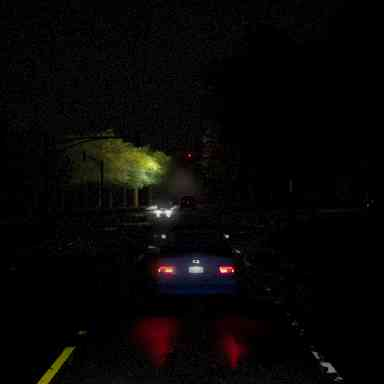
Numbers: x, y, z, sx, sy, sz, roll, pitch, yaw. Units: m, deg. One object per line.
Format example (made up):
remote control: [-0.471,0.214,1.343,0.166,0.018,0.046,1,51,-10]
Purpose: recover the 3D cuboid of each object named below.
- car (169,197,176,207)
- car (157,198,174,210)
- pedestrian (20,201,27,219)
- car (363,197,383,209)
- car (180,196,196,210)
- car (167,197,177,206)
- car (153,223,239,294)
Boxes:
car: [-4.355,1.910,58.875,2.097,1.767,4.553,0,-1,-1]
car: [-4.169,2.000,49.771,1.895,1.301,4.718,0,-1,-1]
pedestrian: [-18.091,1.917,35.611,0.375,1.860,0.375,0,1,2]
car: [18.260,0.829,30.329,4.718,1.301,1.895,-2,-1,2]
car: [-0.571,1.638,50.874,2.150,2.045,5.566,0,-1,0]
car: [-4.741,2.225,79.284,2.150,2.045,5.566,0,-1,-1]
car: [0.089,1.550,8.940,2.033,1.411,5.357,0,0,0]
